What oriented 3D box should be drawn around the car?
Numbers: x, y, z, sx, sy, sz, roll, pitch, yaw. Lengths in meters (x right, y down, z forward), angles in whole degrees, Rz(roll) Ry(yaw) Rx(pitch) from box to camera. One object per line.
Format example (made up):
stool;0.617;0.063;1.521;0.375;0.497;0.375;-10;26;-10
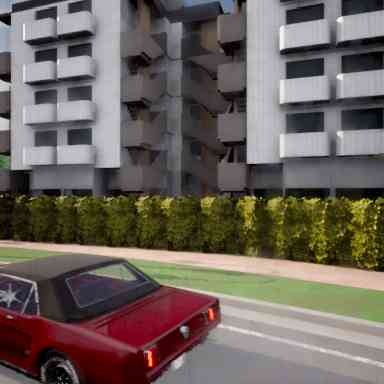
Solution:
car;-2.071;1.601;4.816;4.718;1.301;1.895;0;0;30
